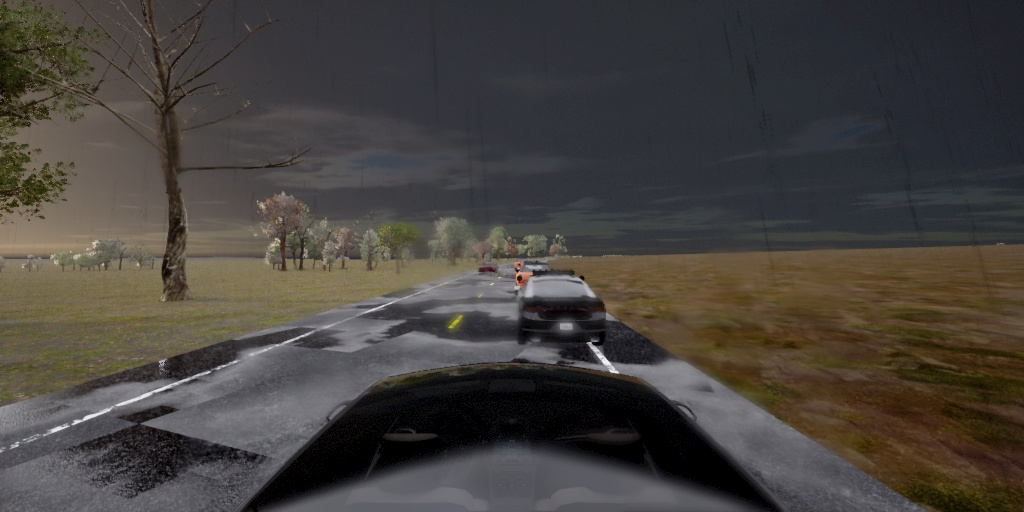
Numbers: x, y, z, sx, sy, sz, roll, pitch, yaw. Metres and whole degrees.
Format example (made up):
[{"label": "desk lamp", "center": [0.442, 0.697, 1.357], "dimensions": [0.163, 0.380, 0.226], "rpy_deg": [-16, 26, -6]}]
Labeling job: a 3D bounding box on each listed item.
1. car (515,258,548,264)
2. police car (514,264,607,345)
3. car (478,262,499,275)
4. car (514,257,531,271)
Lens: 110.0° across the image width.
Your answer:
[{"label": "car", "center": [1.246, 1.103, 19.433], "dimensions": [2.097, 1.767, 4.553], "rpy_deg": [0, 0, 1]}, {"label": "police car", "center": [1.089, 1.176, 9.607], "dimensions": [1.930, 1.638, 5.238], "rpy_deg": [0, 0, 1]}, {"label": "car", "center": [-2.582, 1.350, 39.890], "dimensions": [1.895, 1.301, 4.718], "rpy_deg": [0, 0, 3]}, {"label": "car", "center": [1.535, 1.096, 50.747], "dimensions": [2.097, 1.767, 4.553], "rpy_deg": [0, 0, 4]}]
